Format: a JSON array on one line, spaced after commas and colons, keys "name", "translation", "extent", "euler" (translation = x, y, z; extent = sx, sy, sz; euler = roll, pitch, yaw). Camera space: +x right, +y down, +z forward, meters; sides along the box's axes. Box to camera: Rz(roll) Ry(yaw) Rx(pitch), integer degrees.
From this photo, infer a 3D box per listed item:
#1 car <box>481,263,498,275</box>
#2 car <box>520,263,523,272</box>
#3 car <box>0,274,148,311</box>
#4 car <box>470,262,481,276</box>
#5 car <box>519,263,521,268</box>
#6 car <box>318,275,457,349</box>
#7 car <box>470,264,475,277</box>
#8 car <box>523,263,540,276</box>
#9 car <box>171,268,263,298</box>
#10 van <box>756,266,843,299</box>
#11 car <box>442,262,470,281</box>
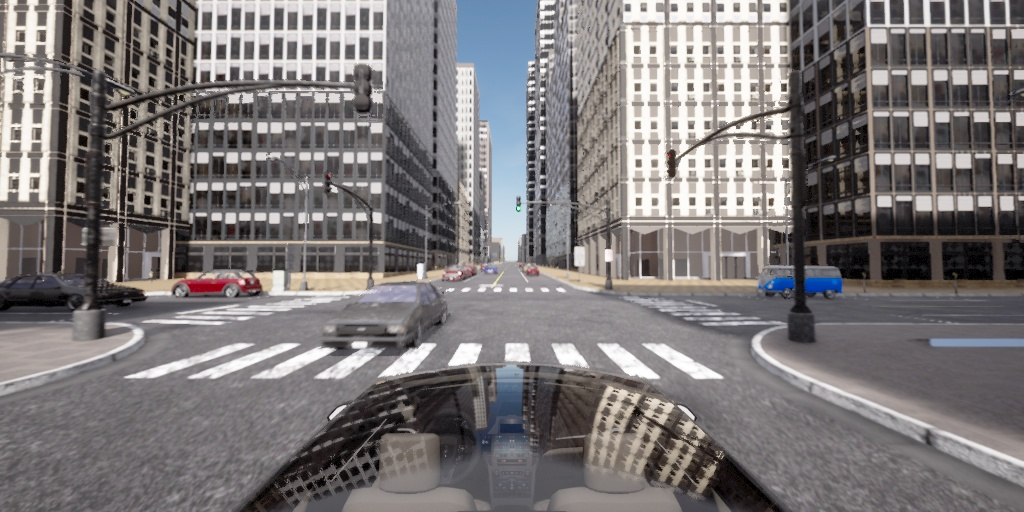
[{"name": "car", "translation": [-3.013, 1.931, 51.623], "extent": [1.812, 1.442, 4.674], "euler": [0, -1, 0]}, {"name": "car", "translation": [2.677, 2.032, 58.059], "extent": [1.751, 1.417, 4.829], "euler": [0, 0, 0]}, {"name": "car", "translation": [-17.983, 1.411, 14.320], "extent": [5.357, 1.411, 2.033], "euler": [0, -2, 0]}, {"name": "car", "translation": [-5.702, 1.670, 46.670], "extent": [2.192, 1.841, 5.009], "euler": [0, 0, 0]}, {"name": "car", "translation": [2.675, 2.147, 63.466], "extent": [1.948, 1.339, 4.313], "euler": [0, 0, 0]}, {"name": "car", "translation": [-3.002, 1.406, 9.733], "extent": [2.033, 1.411, 5.357], "euler": [0, -1, 0]}, {"name": "car", "translation": [-5.700, 1.862, 41.096], "extent": [1.802, 1.307, 4.207], "euler": [0, 0, 0]}, {"name": "car", "translation": [2.679, 1.938, 46.734], "extent": [1.802, 1.307, 4.207], "euler": [0, 0, 0]}, {"name": "car", "translation": [-16.497, 1.494, 20.082], "extent": [4.097, 1.591, 1.967], "euler": [0, 0, 0]}, {"name": "van", "translation": [15.976, 1.449, 20.016], "extent": [3.998, 1.789, 1.690], "euler": [0, 0, 0]}, {"name": "car", "translation": [-5.699, 1.644, 35.521], "extent": [1.967, 1.591, 4.097], "euler": [0, 0, 0]}]
